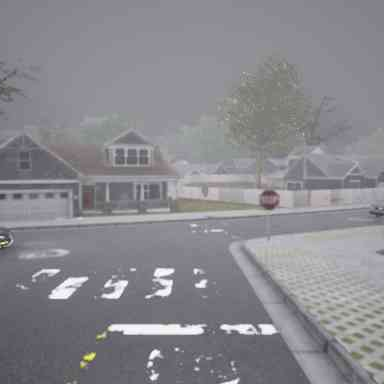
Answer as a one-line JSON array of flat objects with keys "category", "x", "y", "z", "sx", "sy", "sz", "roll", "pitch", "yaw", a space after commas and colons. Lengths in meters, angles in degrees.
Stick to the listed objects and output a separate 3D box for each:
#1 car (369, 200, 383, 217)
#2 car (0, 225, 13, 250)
[{"category": "car", "x": 15.289, "y": 1.176, "z": 24.598, "sx": 5.357, "sy": 1.411, "sz": 2.033, "roll": -1, "pitch": 4, "yaw": -33}, {"category": "car", "x": -9.311, "y": 1.562, "z": 12.153, "sx": 4.892, "sy": 1.490, "sz": 1.837, "roll": 0, "pitch": 4, "yaw": -21}]
